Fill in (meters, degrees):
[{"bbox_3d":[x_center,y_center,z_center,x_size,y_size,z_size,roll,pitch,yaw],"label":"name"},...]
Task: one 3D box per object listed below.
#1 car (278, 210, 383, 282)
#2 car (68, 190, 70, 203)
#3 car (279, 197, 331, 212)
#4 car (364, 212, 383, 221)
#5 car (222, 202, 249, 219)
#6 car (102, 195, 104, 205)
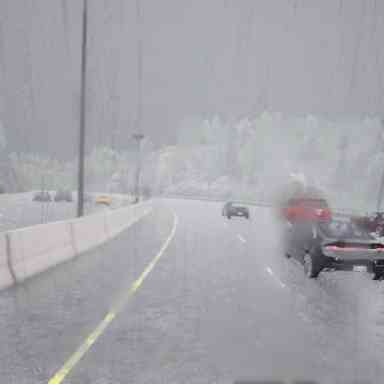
[{"bbox_3d":[4.064,1.582,10.214,2.128,1.511,4.902,1,0,3],"label":"car"},{"bbox_3d":[-20.885,0.673,54.364,2.150,2.045,5.566,1,0,-12],"label":"car"},{"bbox_3d":[7.678,1.390,23.103,2.150,2.045,5.566,1,0,-1],"label":"car"},{"bbox_3d":[11.214,1.858,19.694,1.895,1.301,4.718,1,0,0],"label":"car"},{"bbox_3d":[3.839,1.596,29.706,1.812,1.442,4.674,1,0,-3],"label":"car"},{"bbox_3d":[-12.181,1.148,45.738,1.882,1.535,5.008,1,0,-9],"label":"car"}]
